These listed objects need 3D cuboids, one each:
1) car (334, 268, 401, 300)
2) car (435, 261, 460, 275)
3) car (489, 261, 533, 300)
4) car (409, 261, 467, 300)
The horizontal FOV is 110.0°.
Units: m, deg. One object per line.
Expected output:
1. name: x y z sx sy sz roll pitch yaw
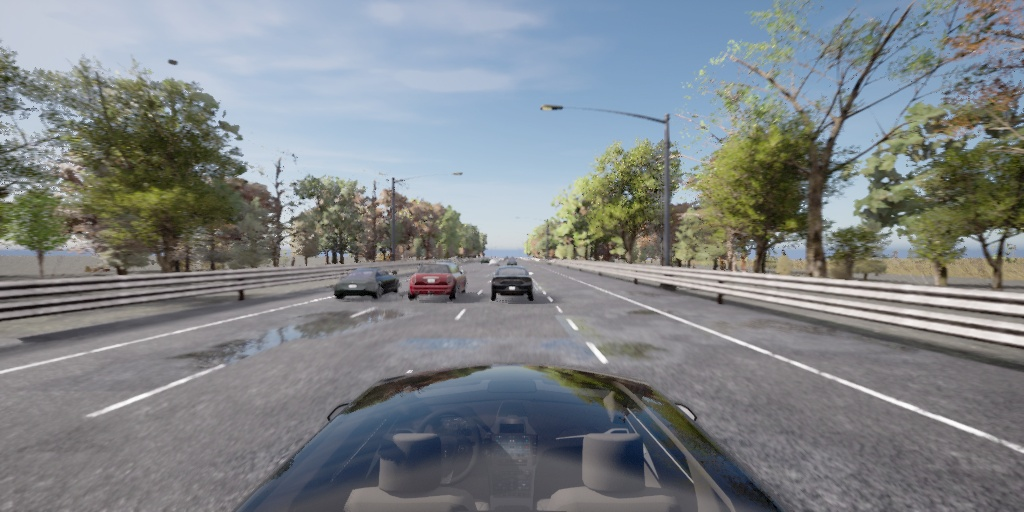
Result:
1. car: -6.997 1.299 17.757 1.994 1.385 4.181 0 0 0
2. car: -6.994 1.281 39.424 1.994 1.385 4.181 0 0 0
3. car: 0.005 1.213 17.660 1.882 1.535 5.008 0 0 0
4. car: -3.495 1.087 17.633 2.097 1.767 4.553 0 0 0
